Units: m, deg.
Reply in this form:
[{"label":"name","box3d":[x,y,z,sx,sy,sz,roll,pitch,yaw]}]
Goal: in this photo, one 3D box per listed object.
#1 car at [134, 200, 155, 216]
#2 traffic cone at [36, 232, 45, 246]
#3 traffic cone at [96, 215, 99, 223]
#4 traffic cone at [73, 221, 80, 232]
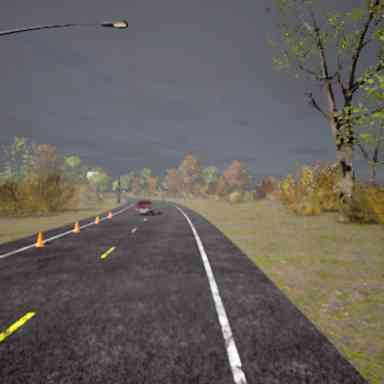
[{"label":"car","box3d":[-4.554,1.499,32.268,1.812,1.442,4.674,0,0,-6]},{"label":"traffic cone","box3d":[-6.300,1.944,13.810,0.340,0.580,0.340,0,0,-2]},{"label":"traffic cone","box3d":[-6.753,1.935,23.728,0.340,0.580,0.340,0,0,-3]},{"label":"traffic cone","box3d":[-6.499,1.939,18.770,0.340,0.580,0.340,0,0,-3]}]
